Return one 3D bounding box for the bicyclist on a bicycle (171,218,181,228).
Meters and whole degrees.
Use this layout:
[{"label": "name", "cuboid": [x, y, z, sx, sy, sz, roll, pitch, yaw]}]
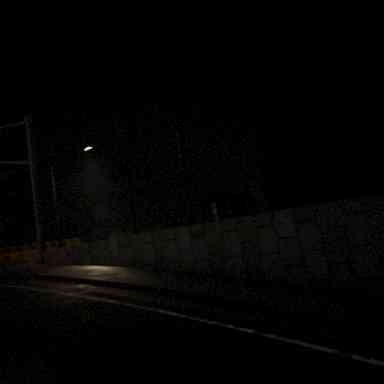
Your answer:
[{"label": "bicyclist on a bicycle", "cuboid": [-1.362, 2.911, 27.315, 1.656, 1.620, 0.582, -14, -8, 36]}]
